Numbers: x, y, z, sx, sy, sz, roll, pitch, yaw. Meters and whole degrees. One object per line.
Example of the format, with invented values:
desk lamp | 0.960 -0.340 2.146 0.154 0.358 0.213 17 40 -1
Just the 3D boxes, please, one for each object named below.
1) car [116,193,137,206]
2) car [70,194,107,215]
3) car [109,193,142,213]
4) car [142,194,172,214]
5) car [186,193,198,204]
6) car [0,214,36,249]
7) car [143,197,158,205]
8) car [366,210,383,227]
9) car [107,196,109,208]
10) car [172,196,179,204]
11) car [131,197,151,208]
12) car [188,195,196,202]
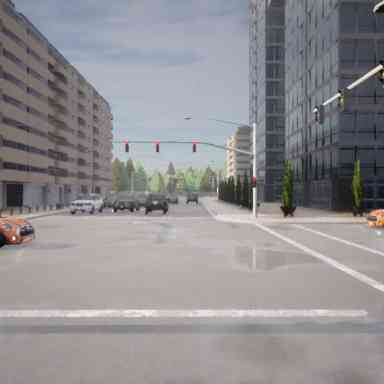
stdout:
car | -10.747 1.217 54.962 2.150 2.045 5.566 0 0 1
car | -10.935 1.219 34.917 2.150 2.045 5.566 0 0 -1
car | -7.426 1.219 38.092 2.150 2.045 5.566 0 0 1
car | -3.679 1.219 35.776 2.150 2.045 5.566 0 0 -1
car | 0.050 1.217 63.804 2.150 2.045 5.566 0 0 1
car | -9.088 1.377 13.953 4.553 1.767 2.097 0 0 0
car | -7.198 1.560 58.356 1.994 1.385 4.181 0 0 1
car | 13.575 1.406 21.083 4.553 1.767 2.097 0 0 0
car | -10.876 1.349 44.761 2.097 1.767 4.553 0 0 1
car | -3.466 1.487 62.621 2.128 1.511 4.902 0 0 1
car | -7.334 1.544 48.336 2.033 1.411 5.357 0 0 1
car | 0.083 1.495 74.517 1.837 1.490 4.892 0 0 1
